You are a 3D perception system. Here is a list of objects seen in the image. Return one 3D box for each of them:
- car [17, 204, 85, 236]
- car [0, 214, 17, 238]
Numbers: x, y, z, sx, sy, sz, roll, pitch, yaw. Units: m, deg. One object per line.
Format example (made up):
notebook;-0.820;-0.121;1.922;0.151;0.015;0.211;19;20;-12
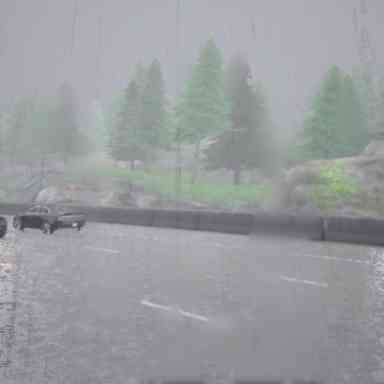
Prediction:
car;-7.907;1.435;18.249;4.902;1.511;2.128;0;0;36
car;-10.686;1.445;15.933;4.892;1.490;1.837;0;0;36
